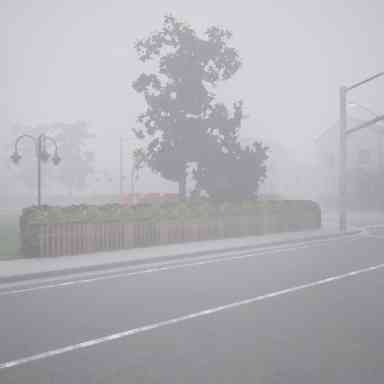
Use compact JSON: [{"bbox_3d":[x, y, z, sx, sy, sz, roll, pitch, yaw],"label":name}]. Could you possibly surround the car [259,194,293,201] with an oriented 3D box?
[{"bbox_3d":[9.089,1.221,34.707,2.150,2.045,5.566,0,0,-35],"label":"car"}]
